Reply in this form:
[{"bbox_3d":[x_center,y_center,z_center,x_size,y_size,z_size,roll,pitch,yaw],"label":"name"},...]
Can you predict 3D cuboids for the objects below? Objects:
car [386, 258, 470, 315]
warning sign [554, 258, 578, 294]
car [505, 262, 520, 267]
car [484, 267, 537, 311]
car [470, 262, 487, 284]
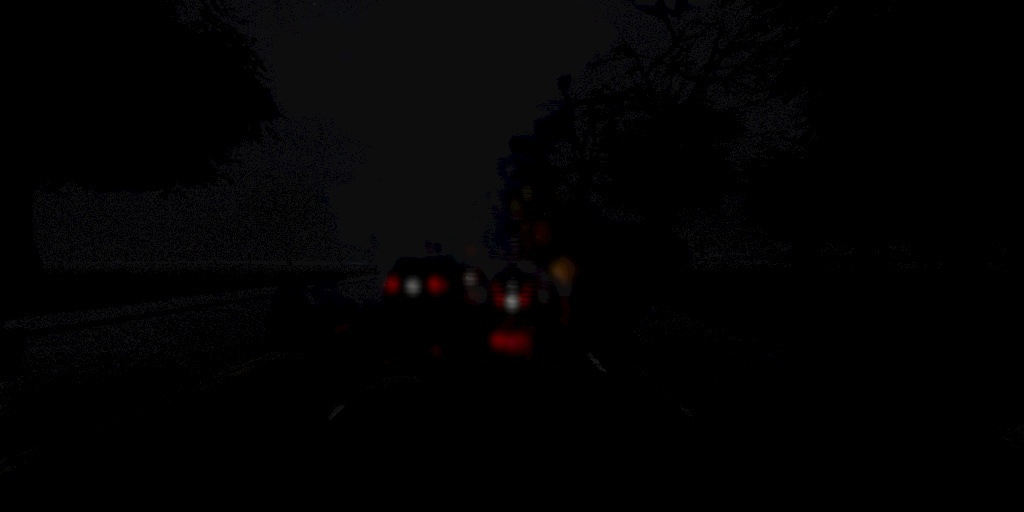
[{"bbox_3d":[-3.240,1.103,14.441,2.150,2.045,5.566,0,0,0],"label":"car"},{"bbox_3d":[2.850,1.040,19.004,1.300,1.860,1.060,0,0,0],"label":"warning sign"},{"bbox_3d":[0.021,1.553,30.358,1.837,1.490,4.892,0,0,0],"label":"car"},{"bbox_3d":[0.021,1.395,15.361,1.837,1.490,4.892,0,0,0],"label":"car"},{"bbox_3d":[-3.229,1.553,30.363,1.837,1.490,4.892,0,0,0],"label":"car"}]
